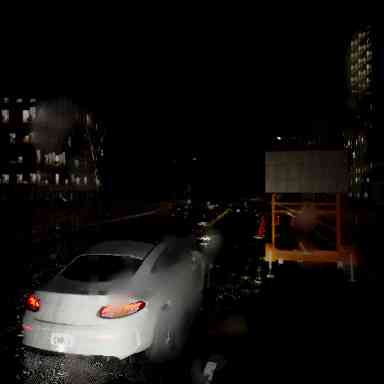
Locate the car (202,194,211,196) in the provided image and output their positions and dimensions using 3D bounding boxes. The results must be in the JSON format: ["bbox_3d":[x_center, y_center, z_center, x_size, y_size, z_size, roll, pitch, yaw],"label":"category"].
[{"bbox_3d":[3.474,1.155,79.791,1.812,1.442,4.674,0,0,3],"label":"car"}]

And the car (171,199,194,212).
[{"bbox_3d":[-0.993,1.522,38.518,2.033,1.411,5.357,0,0,9],"label":"car"}]

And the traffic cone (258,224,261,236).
[{"bbox_3d":[3.549,1.949,17.042,0.340,0.580,0.340,0,0,13],"label":"traffic cone"}]

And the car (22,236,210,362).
[{"bbox_3d":[-0.916,1.525,6.030,1.812,1.442,4.674,0,0,14],"label":"car"}]

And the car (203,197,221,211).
[{"bbox_3d":[2.448,1.496,39.540,1.812,1.442,4.674,0,0,9],"label":"car"}]

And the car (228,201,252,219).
[{"bbox_3d":[4.168,1.530,29.061,2.033,1.411,5.357,0,0,10],"label":"car"}]

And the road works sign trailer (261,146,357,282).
[{"bbox_3d":[3.354,0.462,9.909,2.380,3.560,2.880,0,0,13],"label":"road works sign trailer"}]
